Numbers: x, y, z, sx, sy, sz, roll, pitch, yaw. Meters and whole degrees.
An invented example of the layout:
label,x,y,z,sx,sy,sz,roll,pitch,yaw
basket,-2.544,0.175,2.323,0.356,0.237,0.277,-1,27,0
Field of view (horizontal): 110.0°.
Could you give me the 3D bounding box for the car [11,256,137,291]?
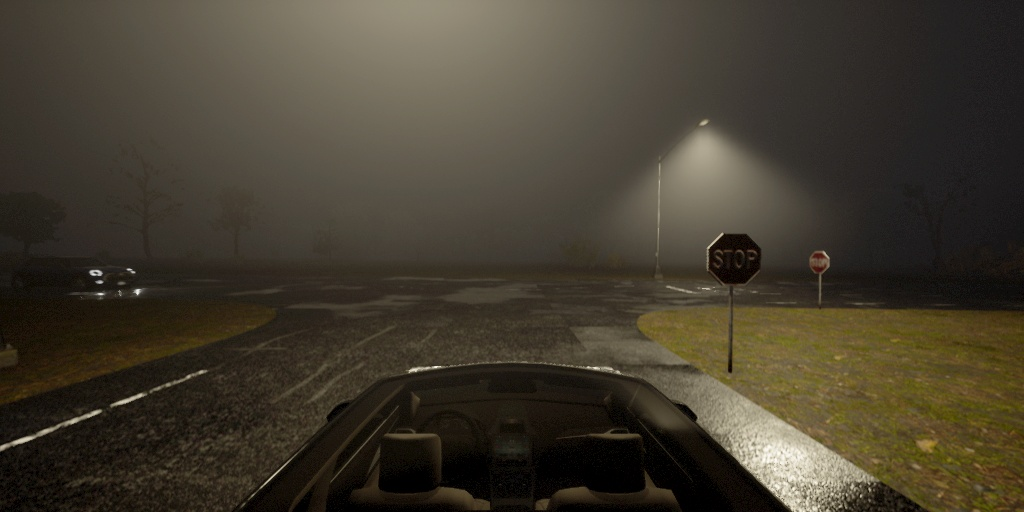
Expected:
label,x,y,z,sx,sy,sz,roll,pitch,yaw
car,-22.141,0.789,18.278,4.553,1.767,2.097,1,1,0
